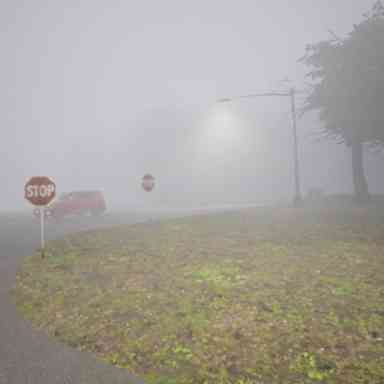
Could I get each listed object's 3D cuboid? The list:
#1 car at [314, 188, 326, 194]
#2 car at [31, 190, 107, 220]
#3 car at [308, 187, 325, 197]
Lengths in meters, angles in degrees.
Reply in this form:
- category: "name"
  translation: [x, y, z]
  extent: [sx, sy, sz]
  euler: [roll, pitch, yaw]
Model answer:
- category: "car"
  translation: [33.756, -0.252, 87.729]
  extent: [1.895, 1.301, 4.718]
  euler: [-3, -1, 34]
- category: "car"
  translation: [-8.991, 0.936, 24.842]
  extent: [2.150, 2.045, 5.566]
  euler: [-3, -1, 34]
- category: "car"
  translation: [21.823, -0.169, 58.733]
  extent: [2.097, 1.767, 4.553]
  euler: [-3, -1, 29]
